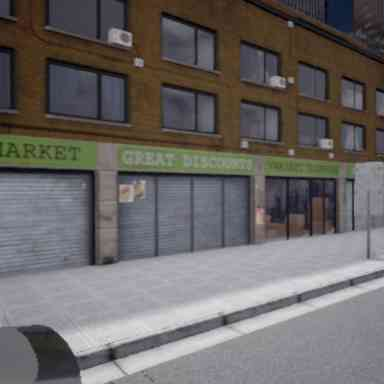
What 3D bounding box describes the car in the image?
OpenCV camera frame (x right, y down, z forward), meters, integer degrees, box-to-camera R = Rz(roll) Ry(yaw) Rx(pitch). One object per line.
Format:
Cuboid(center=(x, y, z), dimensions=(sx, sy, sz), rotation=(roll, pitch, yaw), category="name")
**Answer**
Cuboid(center=(-2.802, 1.494, 1.070), dimensions=(4.902, 1.511, 2.128), rotation=(0, 0, -36), category="car")
